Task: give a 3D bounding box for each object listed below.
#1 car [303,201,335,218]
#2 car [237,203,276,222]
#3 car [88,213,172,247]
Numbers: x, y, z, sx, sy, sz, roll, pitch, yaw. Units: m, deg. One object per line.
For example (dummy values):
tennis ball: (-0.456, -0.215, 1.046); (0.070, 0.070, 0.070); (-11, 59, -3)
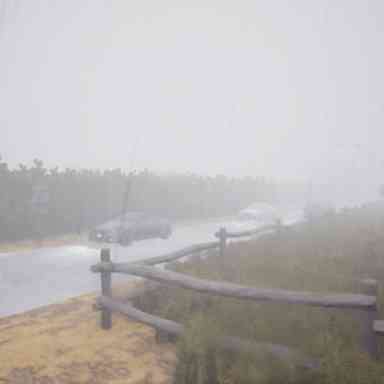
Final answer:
car: (11.685, 1.532, 30.485); (2.128, 1.511, 4.902); (-1, 0, 36)
car: (5.457, 1.636, 27.446); (1.812, 1.442, 4.674); (-1, 0, 36)
car: (-2.851, 1.695, 15.970); (1.994, 1.385, 4.181); (-1, 0, 36)
